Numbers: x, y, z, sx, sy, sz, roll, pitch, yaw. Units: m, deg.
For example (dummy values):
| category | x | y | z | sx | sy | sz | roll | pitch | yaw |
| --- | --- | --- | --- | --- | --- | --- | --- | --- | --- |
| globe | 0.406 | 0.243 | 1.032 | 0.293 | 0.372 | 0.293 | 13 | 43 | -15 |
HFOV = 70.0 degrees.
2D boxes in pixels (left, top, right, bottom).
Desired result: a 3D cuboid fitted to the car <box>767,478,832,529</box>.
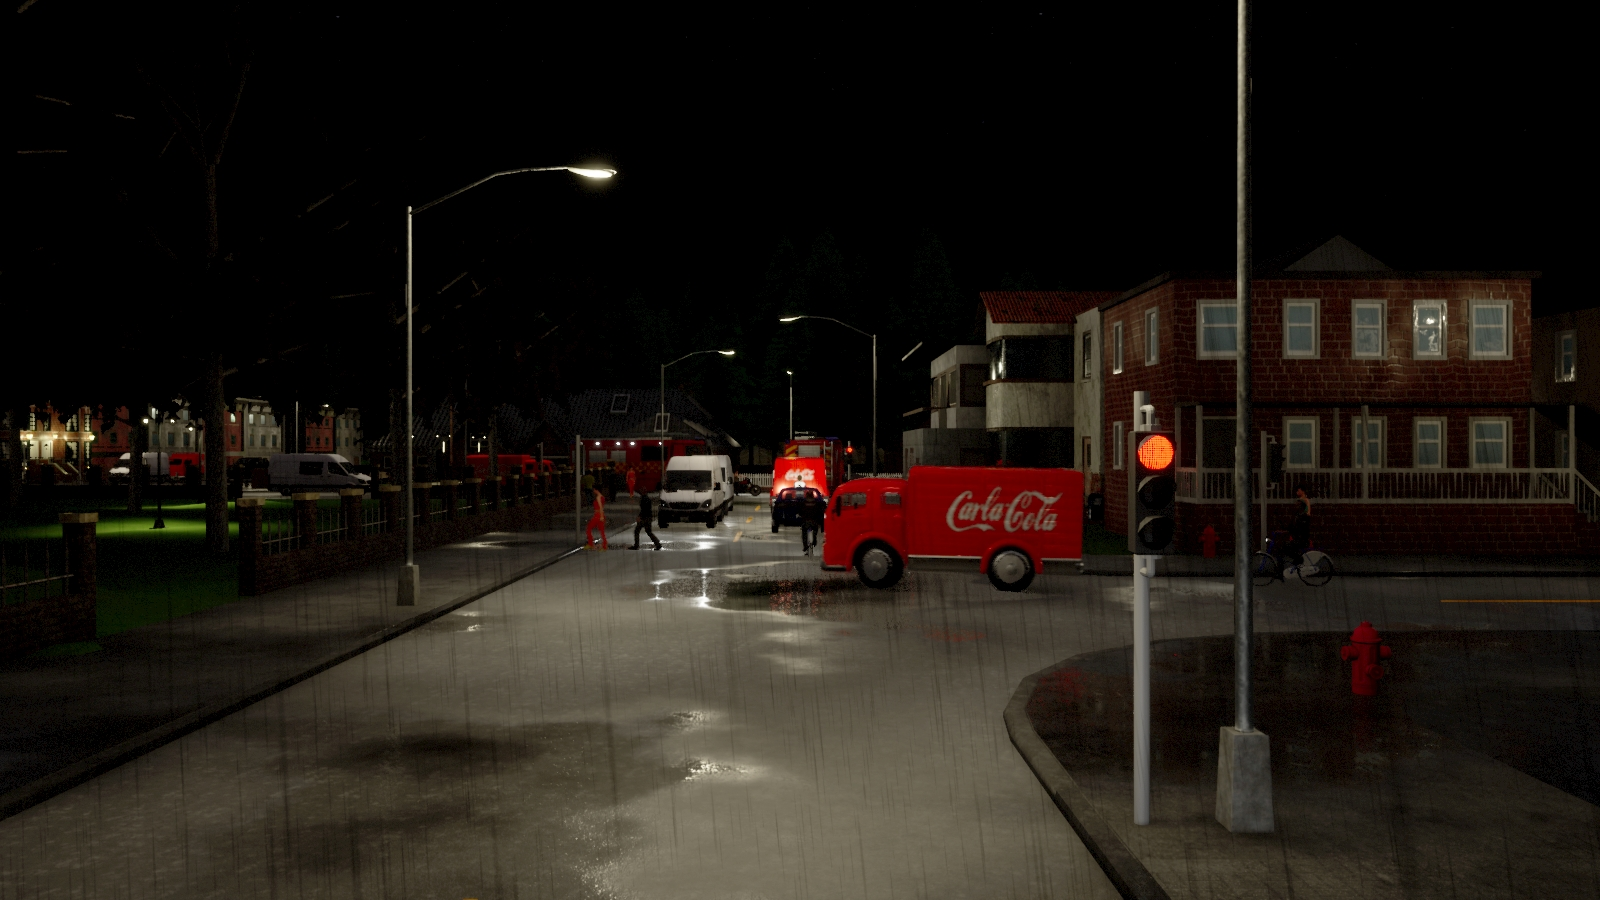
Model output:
| category | x | y | z | sx | sy | sz | roll | pitch | yaw |
| --- | --- | --- | --- | --- | --- | --- | --- | --- | --- |
| car | -0.015 | 1.797 | 39.830 | 2.097 | 1.535 | 5.006 | 0 | 0 | 0 |

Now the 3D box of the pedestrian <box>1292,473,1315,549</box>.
| category | x | y | z | sx | sy | sz | roll | pitch | yaw |
| --- | --- | --- | --- | --- | --- | --- | --- | --- | --- |
| pedestrian | 12.422 | 1.504 | 28.195 | 0.375 | 1.860 | 0.375 | 0 | 0 | -10 |

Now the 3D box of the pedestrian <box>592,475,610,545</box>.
| category | x | y | z | sx | sy | sz | roll | pitch | yaw |
| --- | --- | --- | --- | --- | --- | --- | --- | --- | --- |
| pedestrian | -5.370 | 1.615 | 30.855 | 0.375 | 1.860 | 0.375 | 0 | 0 | 11 |

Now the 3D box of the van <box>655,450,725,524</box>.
| category | x | y | z | sx | sy | sz | roll | pitch | yaw |
| --- | --- | --- | --- | --- | --- | --- | --- | --- | --- |
| van | -4.007 | 1.297 | 42.513 | 1.988 | 2.561 | 5.915 | 0 | 0 | 0 |

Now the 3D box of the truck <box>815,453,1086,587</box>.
| category | x | y | z | sx | sy | sz | roll | pitch | yaw |
| --- | --- | --- | --- | --- | --- | --- | --- | --- | --- |
| truck | 3.070 | 1.348 | 23.617 | 5.204 | 2.467 | 2.627 | 1 | 1 | 8 |

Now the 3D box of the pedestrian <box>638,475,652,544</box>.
| category | x | y | z | sx | sy | sz | roll | pitch | yaw |
| --- | --- | --- | --- | --- | --- | --- | --- | --- | --- |
| pedestrian | -4.222 | 1.615 | 31.199 | 0.375 | 1.860 | 0.375 | 0 | 0 | -8 |
